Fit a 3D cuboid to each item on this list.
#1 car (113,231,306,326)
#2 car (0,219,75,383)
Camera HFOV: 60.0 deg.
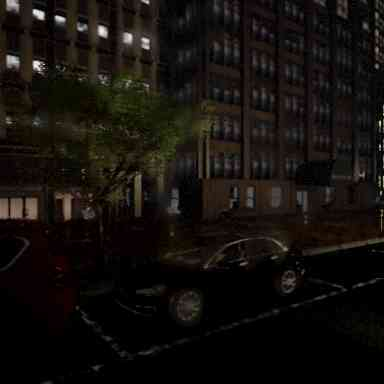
[{"bbox_3d":[0.564,1.542,6.963,4.403,1.369,2.008,0,0,-35],"label":"car"},{"bbox_3d":[-3.935,1.317,3.756,5.009,1.841,2.192,0,0,-35],"label":"car"}]
